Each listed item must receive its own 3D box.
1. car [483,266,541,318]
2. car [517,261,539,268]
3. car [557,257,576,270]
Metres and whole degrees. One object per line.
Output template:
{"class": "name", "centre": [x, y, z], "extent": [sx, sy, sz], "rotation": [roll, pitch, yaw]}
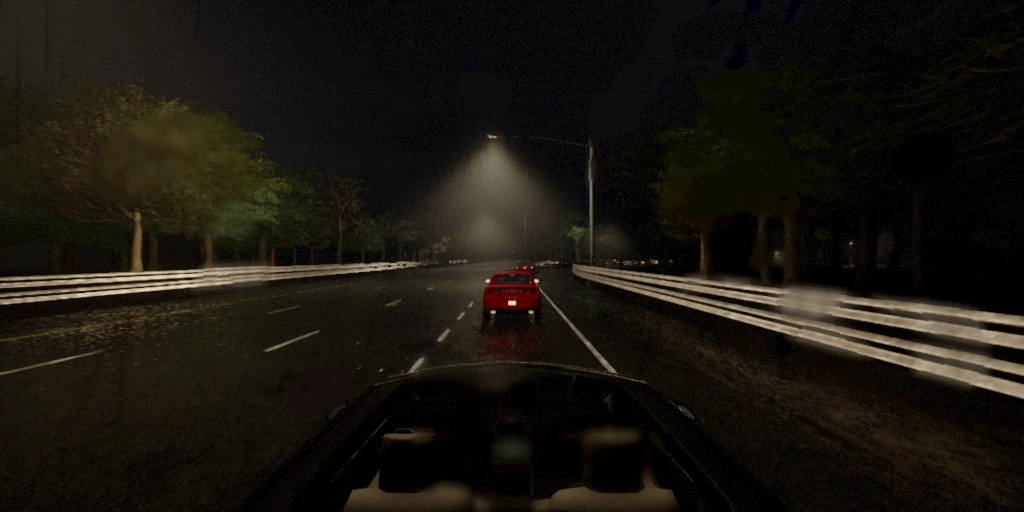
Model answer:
{"class": "car", "centre": [0.005, 1.304, 13.376], "extent": [1.882, 1.535, 5.008], "rotation": [0, -1, 0]}
{"class": "car", "centre": [1.730, 1.293, 39.728], "extent": [2.097, 1.767, 4.553], "rotation": [0, 0, 11]}
{"class": "car", "centre": [9.606, 1.273, 62.374], "extent": [2.150, 2.045, 5.566], "rotation": [0, 0, 28]}
